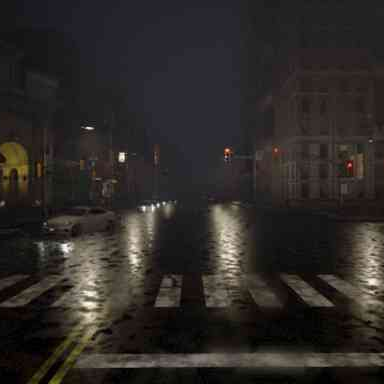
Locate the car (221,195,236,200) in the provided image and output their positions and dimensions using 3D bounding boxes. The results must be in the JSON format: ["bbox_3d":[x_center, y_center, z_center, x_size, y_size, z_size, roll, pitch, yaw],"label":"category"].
[{"bbox_3d":[10.289,1.500,91.158,1.837,1.490,4.892,0,0,35],"label":"car"}]

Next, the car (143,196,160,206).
[{"bbox_3d":[-7.013,1.601,56.096,1.895,1.301,4.718,0,0,1],"label":"car"}]

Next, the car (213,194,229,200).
[{"bbox_3d":[8.270,1.466,94.411,1.882,1.535,5.008,0,0,38],"label":"car"}]

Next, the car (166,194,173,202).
[{"bbox_3d":[-6.440,1.525,75.886,2.128,1.511,4.902,0,0,7],"label":"car"}]

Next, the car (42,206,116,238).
[{"bbox_3d":[-5.932,1.526,18.144,1.812,1.442,4.674,0,0,21],"label":"car"}]

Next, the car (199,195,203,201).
[{"bbox_3d":[3.319,1.524,85.422,1.812,1.442,4.674,0,0,22],"label":"car"}]

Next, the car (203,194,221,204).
[{"bbox_3d":[3.635,1.491,61.674,2.128,1.511,4.902,0,0,0],"label":"car"}]

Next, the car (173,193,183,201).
[{"bbox_3d":[-3.966,1.224,85.950,2.150,2.045,5.566,0,0,19],"label":"car"}]

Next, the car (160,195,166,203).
[{"bbox_3d":[-6.979,1.491,65.733,2.128,1.511,4.902,0,0,1],"label":"car"}]
